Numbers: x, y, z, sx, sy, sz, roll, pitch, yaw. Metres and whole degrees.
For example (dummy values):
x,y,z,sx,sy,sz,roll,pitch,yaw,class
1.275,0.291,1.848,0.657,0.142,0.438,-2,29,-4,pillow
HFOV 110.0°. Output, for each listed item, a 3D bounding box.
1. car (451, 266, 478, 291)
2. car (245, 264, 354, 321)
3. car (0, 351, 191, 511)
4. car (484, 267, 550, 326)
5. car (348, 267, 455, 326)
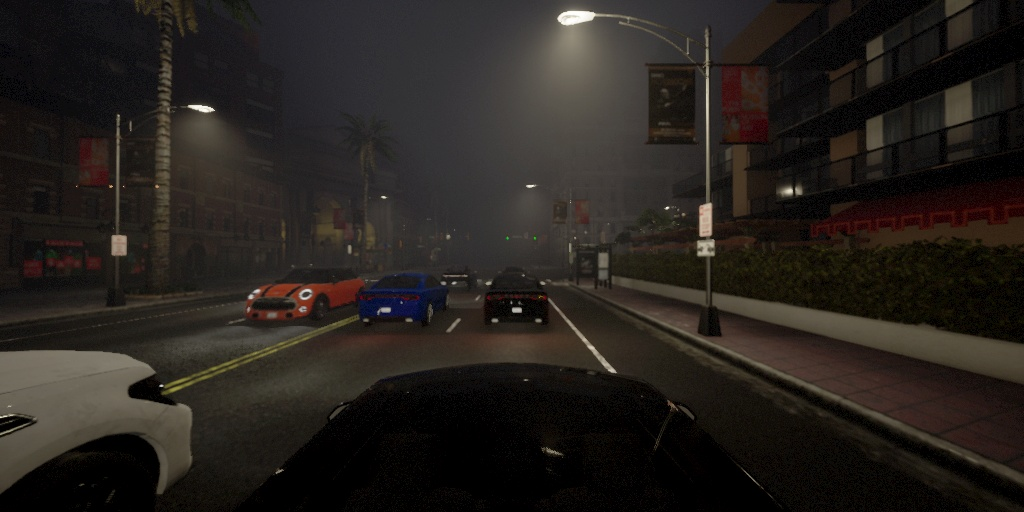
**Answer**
x,y,z,sx,sy,sz,roll,pitch,yaw,class
-3.345,1.388,23.227,2.128,1.511,4.902,0,0,0,car
-7.055,1.177,12.802,2.097,1.767,4.553,0,0,0,car
-3.356,0.963,0.144,2.150,2.045,5.566,0,0,0,car
0.127,1.298,12.022,1.882,1.535,5.008,0,0,0,car
-3.370,1.298,12.055,1.882,1.535,5.008,0,0,0,car
